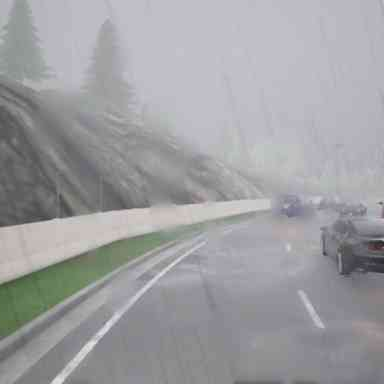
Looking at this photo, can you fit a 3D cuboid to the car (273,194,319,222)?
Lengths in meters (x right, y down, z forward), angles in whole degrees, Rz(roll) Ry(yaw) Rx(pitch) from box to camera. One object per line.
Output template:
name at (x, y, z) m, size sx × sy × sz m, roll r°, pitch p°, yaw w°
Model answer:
car at (8.156, 1.193, 26.344) m, size 2.150 × 2.045 × 5.566 m, roll 0°, pitch 0°, yaw 31°

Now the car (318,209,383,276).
car at (5.168, 1.509, 10.100) m, size 1.837 × 1.490 × 4.892 m, roll 0°, pitch 0°, yaw 13°

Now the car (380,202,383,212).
car at (13.855, 1.249, 22.116) m, size 2.150 × 2.045 × 5.566 m, roll 0°, pitch 0°, yaw 30°

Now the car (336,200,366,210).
car at (14.725, 1.607, 30.307) m, size 1.895 × 1.301 × 4.718 m, roll 1°, pitch 0°, yaw 32°

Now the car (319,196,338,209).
car at (16.674, 1.339, 40.009) m, size 2.097 × 1.767 × 4.553 m, roll 1°, pitch 0°, yaw 32°
